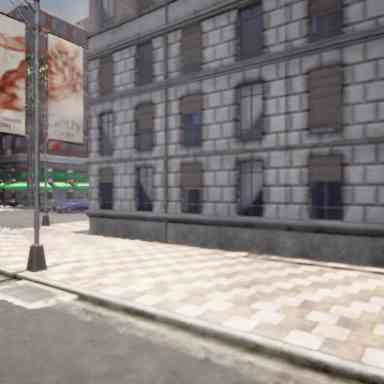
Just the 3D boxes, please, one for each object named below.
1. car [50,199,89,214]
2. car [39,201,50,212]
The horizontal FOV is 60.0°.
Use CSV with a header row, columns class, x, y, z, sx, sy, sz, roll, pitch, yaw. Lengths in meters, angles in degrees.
class,x,y,z,sx,sy,sz,roll,pitch,yaw
car,-12.554,1.532,36.349,1.812,1.442,4.674,0,0,36
car,-15.652,1.571,38.029,1.994,1.385,4.181,0,0,36
